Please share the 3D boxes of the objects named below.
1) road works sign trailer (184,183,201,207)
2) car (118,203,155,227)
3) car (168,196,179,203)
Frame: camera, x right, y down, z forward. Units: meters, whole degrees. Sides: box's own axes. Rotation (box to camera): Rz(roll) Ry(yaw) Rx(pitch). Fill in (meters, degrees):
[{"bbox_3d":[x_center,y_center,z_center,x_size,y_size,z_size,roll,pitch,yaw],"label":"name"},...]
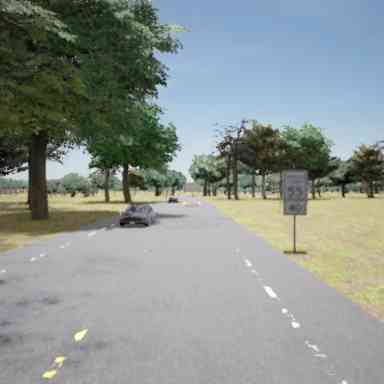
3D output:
[{"bbox_3d":[0.075,0.346,48.738,2.380,3.560,2.880,0,0,0],"label":"road works sign trailer"},{"bbox_3d":[-3.606,1.490,22.730,2.033,1.411,5.357,0,0,0],"label":"car"},{"bbox_3d":[-3.537,1.454,63.472,1.895,1.301,4.718,0,0,1],"label":"car"}]
